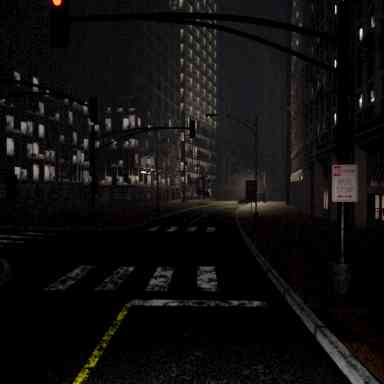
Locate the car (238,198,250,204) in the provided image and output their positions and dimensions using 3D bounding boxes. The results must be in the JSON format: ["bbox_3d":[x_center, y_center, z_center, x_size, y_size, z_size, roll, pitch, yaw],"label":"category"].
[{"bbox_3d":[10.846,1.864,69.023,1.895,1.301,4.718,0,0,18],"label":"car"}]

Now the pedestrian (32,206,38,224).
[{"bbox_3d":[-9.391,1.345,19.892,0.500,1.100,0.500,0,0,17],"label":"pedestrian"}]
